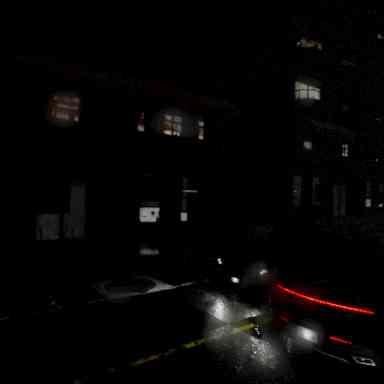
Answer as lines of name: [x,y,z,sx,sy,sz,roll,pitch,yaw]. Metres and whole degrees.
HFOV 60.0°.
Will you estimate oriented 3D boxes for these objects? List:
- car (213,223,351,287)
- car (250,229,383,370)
car: [3.137,1.572,8.922,5.357,1.411,2.033,0,0,-35]
car: [3.409,1.520,5.512,4.892,1.490,1.837,0,0,-35]
